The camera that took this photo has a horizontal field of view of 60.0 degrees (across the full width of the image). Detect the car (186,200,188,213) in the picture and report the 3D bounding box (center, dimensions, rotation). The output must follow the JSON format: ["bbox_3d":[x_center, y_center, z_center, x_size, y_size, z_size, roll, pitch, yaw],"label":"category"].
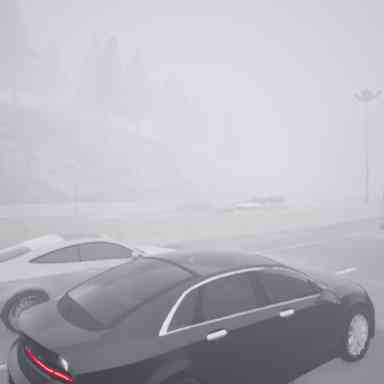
[{"bbox_3d":[0.239,1.538,36.165,4.892,1.490,1.837,0,0,-44],"label":"car"}]

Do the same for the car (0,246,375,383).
[{"bbox_3d":[0.465,1.509,4.233,4.892,1.490,1.837,0,0,-36],"label":"car"}]

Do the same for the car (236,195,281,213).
[{"bbox_3d":[5.733,1.234,26.918,5.566,2.045,2.150,0,0,-43],"label":"car"}]

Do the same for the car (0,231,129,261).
[{"bbox_3d":[-2.058,1.537,6.711,4.674,1.442,1.812,0,0,-36],"label":"car"}]

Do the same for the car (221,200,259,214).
[{"bbox_3d":[5.296,1.586,36.180,4.181,1.385,1.994,0,0,-45],"label":"car"}]

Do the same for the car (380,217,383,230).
[{"bbox_3d":[12.117,1.538,18.254,5.357,1.411,2.033,0,0,-42],"label":"car"}]
